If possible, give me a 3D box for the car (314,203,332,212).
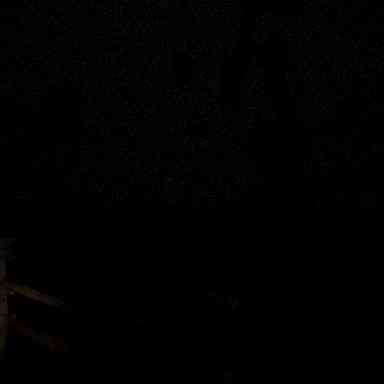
[{"bbox_3d":[21.229,2.501,53.725,1.882,1.535,5.008,-1,-2,35],"label":"car"}]
